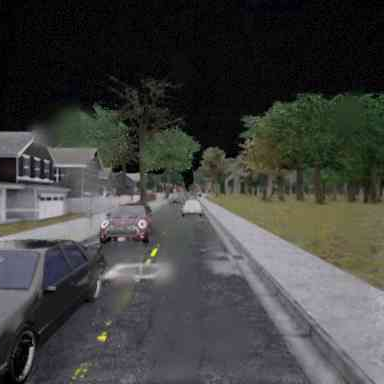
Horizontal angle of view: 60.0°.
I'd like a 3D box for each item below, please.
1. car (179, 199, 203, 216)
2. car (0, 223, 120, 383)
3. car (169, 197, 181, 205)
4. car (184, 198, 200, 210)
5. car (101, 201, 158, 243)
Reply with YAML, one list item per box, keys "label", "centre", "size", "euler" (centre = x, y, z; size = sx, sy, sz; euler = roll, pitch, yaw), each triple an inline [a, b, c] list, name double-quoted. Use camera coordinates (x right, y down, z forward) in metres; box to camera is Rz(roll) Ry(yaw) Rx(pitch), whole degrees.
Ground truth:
- label: "car"
  centre: [0.029, 1.497, 31.550]
  size: [1.812, 1.442, 4.674]
  euler: [0, 0, 0]
- label: "car"
  centre: [-2.855, 1.545, 5.542]
  size: [2.033, 1.411, 5.357]
  euler: [0, 0, 0]
- label: "car"
  centre: [-2.938, 1.491, 58.249]
  size: [1.994, 1.385, 4.181]
  euler: [0, 0, 0]
- label: "car"
  centre: [-0.002, 1.554, 44.105]
  size: [1.895, 1.301, 4.718]
  euler: [0, 0, 0]
- label: "car"
  centre: [-2.877, 1.341, 15.851]
  size: [2.097, 1.767, 4.553]
  euler: [0, 0, 0]
